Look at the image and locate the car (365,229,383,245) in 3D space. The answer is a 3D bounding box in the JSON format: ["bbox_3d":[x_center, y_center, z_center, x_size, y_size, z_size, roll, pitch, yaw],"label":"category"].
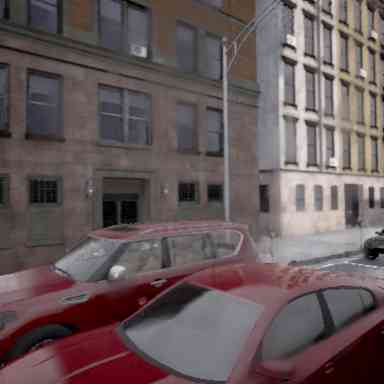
[{"bbox_3d":[8.106,1.782,12.371,4.313,1.339,1.947,0,-2,-37],"label":"car"}]

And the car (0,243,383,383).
[{"bbox_3d":[0.556,1.573,3.432,5.008,1.535,1.882,0,-2,-37],"label":"car"}]

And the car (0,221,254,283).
[{"bbox_3d":[-0.932,1.479,5.496,5.009,1.841,2.192,0,-2,-37],"label":"car"}]
